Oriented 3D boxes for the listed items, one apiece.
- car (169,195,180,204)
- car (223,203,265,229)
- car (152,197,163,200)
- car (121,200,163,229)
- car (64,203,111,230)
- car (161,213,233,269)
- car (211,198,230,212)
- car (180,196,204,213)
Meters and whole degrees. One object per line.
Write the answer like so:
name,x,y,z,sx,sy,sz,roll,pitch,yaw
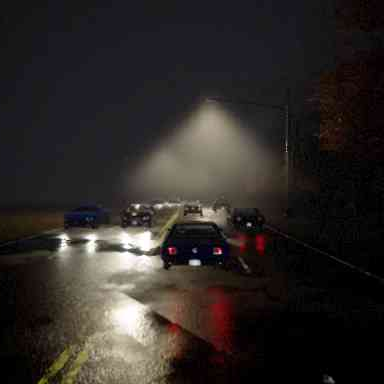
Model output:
car,-3.259,1.382,62.917,2.097,1.767,4.553,0,0,1
car,3.361,1.617,21.795,1.895,1.301,4.718,-1,0,0
car,-6.508,1.630,62.414,1.895,1.301,4.718,0,0,1
car,-3.343,1.517,21.789,2.128,1.511,4.902,0,0,0
car,-6.592,1.503,21.432,1.882,1.535,5.008,0,0,0
car,0.091,1.616,11.183,1.895,1.301,4.718,0,0,0
car,3.382,1.512,38.949,1.837,1.490,4.892,0,-1,0
car,0.116,1.534,33.791,2.033,1.411,5.357,1,2,0
